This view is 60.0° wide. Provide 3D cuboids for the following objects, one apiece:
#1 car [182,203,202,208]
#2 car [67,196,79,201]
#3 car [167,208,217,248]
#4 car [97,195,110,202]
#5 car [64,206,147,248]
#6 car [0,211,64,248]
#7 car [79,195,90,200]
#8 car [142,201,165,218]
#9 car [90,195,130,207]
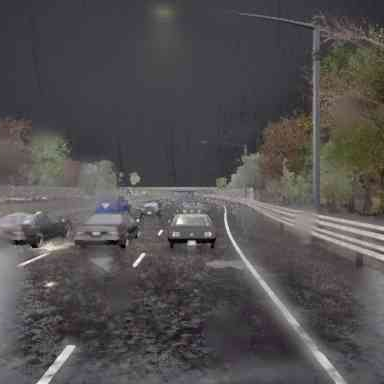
[{"bbox_3d":[0.000,1.626,29.681,1.895,1.301,4.718,0,0,0],"label":"car"},{"bbox_3d":[-28.000,1.653,78.838,1.895,1.301,4.718,0,0,0],"label":"car"},{"bbox_3d":[0.000,1.616,14.681,1.895,1.301,4.718,0,0,0],"label":"car"},{"bbox_3d":[-21.000,1.558,78.869,1.837,1.490,4.892,0,0,0],"label":"car"},{"bbox_3d":[-3.500,1.563,14.651,2.033,1.411,5.357,0,0,0],"label":"car"},{"bbox_3d":[-7.000,1.563,14.651,2.033,1.411,5.357,0,0,0],"label":"car"},{"bbox_3d":[-24.500,1.558,78.868,1.837,1.490,4.892,0,0,0],"label":"car"},{"bbox_3d":[-3.500,1.542,29.651,1.812,1.442,4.674,0,0,0],"label":"car"},{"bbox_3d":[-7.000,1.267,29.682,2.150,2.045,5.566,0,0,0],"label":"car"}]
